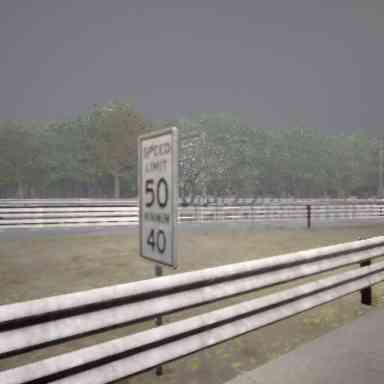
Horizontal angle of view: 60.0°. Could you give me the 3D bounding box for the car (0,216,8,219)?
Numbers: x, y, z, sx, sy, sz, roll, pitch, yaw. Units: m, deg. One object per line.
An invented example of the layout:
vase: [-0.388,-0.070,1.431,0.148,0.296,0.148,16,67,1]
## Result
car: [-14.894,1.345,21.208,5.357,1.411,2.033,0,0,-21]
